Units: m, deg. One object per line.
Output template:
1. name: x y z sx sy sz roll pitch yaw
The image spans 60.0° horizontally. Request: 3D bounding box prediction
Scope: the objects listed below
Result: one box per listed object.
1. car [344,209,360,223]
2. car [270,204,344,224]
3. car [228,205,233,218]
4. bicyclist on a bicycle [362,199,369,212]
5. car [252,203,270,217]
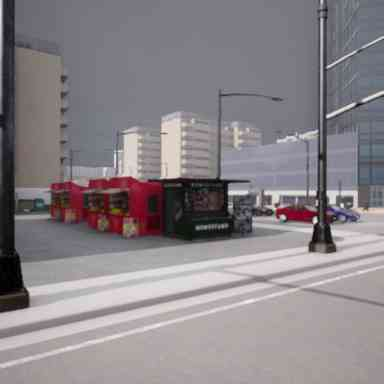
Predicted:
1. car: 11.821 1.763 28.340 1.812 1.442 4.674 0 -1 -35
2. car: 8.959 1.696 26.356 1.882 1.535 5.008 0 -1 -36
3. car: 3.470 1.931 33.911 1.895 1.301 4.718 0 -1 -36
4. bicyclist on a bicycle: 22.049 1.675 42.329 1.656 1.620 0.582 0 -1 -36
5. car: 6.690 1.902 35.440 1.994 1.385 4.181 0 -1 -36
